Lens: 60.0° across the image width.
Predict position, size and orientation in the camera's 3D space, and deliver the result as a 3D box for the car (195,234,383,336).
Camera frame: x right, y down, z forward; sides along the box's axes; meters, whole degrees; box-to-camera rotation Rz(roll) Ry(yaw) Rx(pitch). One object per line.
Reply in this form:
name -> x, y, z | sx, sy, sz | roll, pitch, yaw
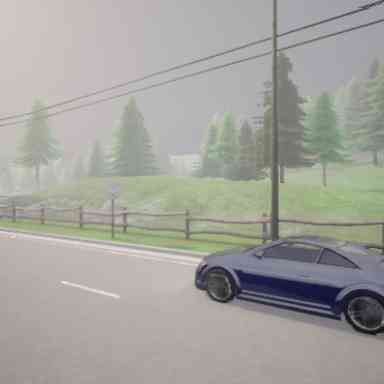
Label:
car -> 2.128, 1.566, 6.774 | 4.181, 1.385, 1.994 | 0, 0, 36
